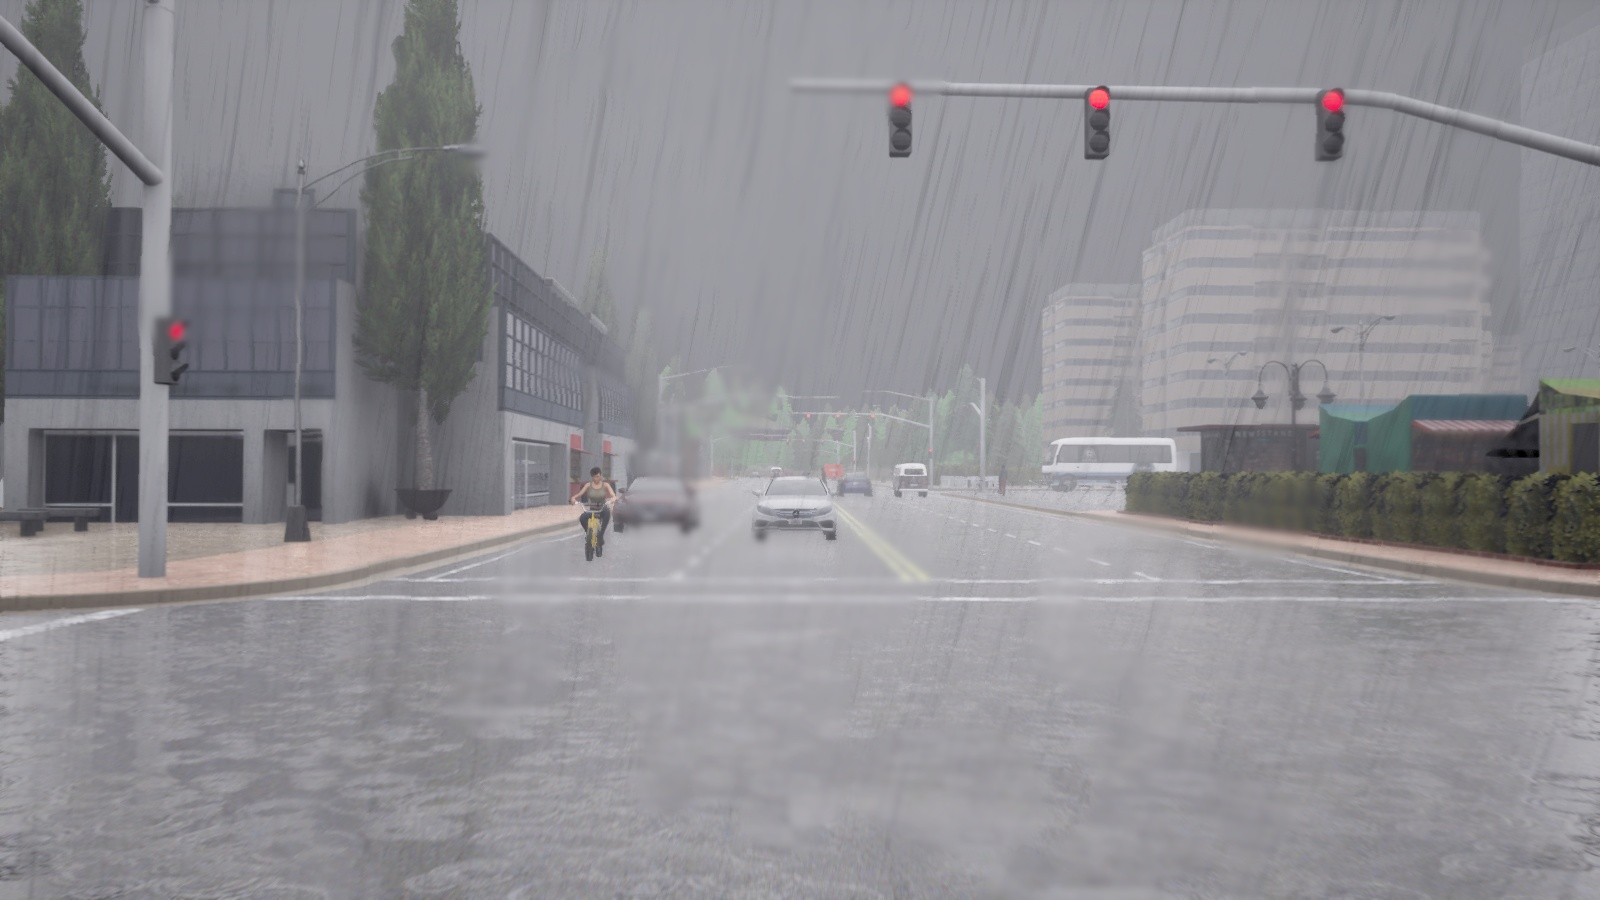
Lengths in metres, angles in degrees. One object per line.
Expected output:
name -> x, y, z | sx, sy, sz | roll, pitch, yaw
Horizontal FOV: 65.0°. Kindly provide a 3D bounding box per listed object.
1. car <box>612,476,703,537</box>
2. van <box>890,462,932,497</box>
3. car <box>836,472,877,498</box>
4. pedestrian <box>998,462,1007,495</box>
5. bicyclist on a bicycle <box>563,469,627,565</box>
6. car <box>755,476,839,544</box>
car -> -3.579, 1.394, 32.240 | 1.812, 1.442, 4.674 | 0, -1, 0
van -> 6.764, 1.799, 76.934 | 2.069, 2.038, 4.480 | 0, -1, -1
car -> 3.299, 2.044, 74.255 | 2.163, 1.488, 4.792 | 0, -1, -1
pedestrian -> 11.670, 1.639, 72.454 | 0.353, 1.847, 0.614 | 0, -1, -3
bicyclist on a bicycle -> -3.549, 1.131, 21.842 | 0.866, 1.612, 1.509 | 0, -1, 0
car -> -0.072, 1.332, 29.321 | 1.812, 1.442, 4.674 | 0, -1, 0
